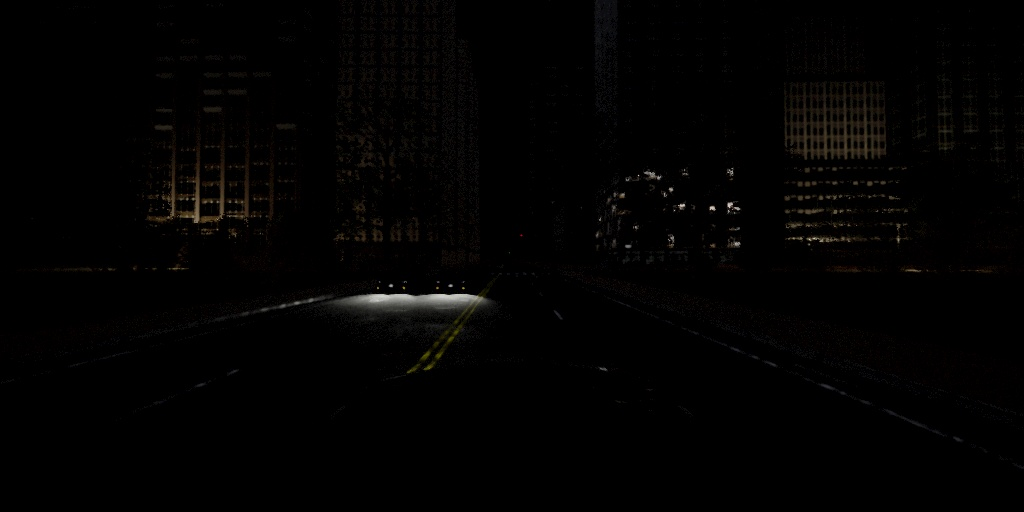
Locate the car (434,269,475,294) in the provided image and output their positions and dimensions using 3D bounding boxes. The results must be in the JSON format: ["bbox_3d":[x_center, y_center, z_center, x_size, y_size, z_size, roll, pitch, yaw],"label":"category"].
[{"bbox_3d":[-3.353,1.446,21.527,1.994,1.385,4.181,0,0,0],"label":"car"}]

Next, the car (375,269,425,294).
[{"bbox_3d":[-6.603,1.447,21.540,1.994,1.385,4.181,0,0,0],"label":"car"}]
